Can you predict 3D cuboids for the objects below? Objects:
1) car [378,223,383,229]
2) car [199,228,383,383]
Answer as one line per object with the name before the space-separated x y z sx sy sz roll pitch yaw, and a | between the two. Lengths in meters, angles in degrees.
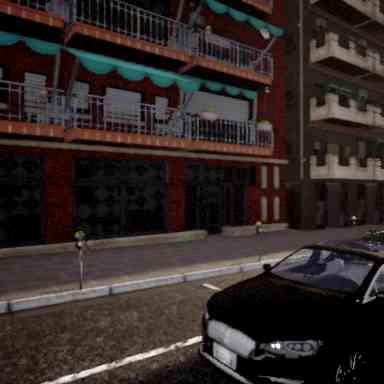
car | 7.665 1.729 12.037 4.403 1.369 2.008 1 -2 -35
car | 2.354 1.556 5.054 4.902 1.511 2.128 1 -1 -35
